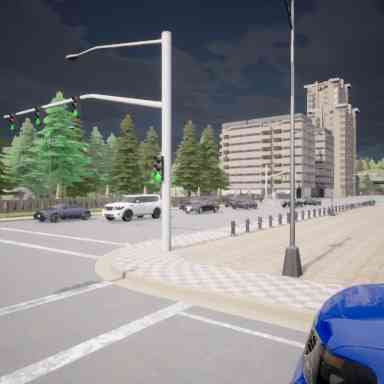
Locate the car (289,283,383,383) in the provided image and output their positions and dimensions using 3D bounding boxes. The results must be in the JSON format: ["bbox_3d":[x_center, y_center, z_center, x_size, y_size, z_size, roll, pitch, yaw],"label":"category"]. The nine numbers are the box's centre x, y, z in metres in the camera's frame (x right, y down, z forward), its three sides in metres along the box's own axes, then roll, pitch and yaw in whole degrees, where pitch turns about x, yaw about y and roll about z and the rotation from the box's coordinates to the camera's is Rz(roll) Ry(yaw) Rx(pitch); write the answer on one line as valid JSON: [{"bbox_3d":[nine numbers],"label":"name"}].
[{"bbox_3d":[3.350,1.221,1.577,5.566,2.045,2.150,0,0,36],"label":"car"}]

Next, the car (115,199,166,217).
[{"bbox_3d":[-4.988,1.491,32.732,2.128,1.511,4.902,0,0,35],"label":"car"}]

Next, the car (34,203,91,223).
[{"bbox_3d":[-9.950,1.564,25.771,1.994,1.385,4.181,0,0,35],"label":"car"}]

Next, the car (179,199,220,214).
[{"bbox_3d":[1.106,1.491,35.247,2.128,1.511,4.902,0,0,36],"label":"car"}]

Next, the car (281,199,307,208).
[{"bbox_3d":[14.431,1.601,47.576,1.895,1.301,4.718,0,0,35],"label":"car"}]

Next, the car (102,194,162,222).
[{"bbox_3d":[-4.657,1.221,27.166,2.150,2.045,5.566,0,0,35],"label":"car"}]

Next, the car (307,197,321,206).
[{"bbox_3d":[20.214,1.564,55.688,1.994,1.385,4.181,0,0,35],"label":"car"}]

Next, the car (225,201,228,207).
[{"bbox_3d":[6.511,1.564,48.799,1.994,1.385,4.181,0,0,36],"label":"car"}]

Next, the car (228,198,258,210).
[{"bbox_3d":[6.931,1.564,43.390,1.994,1.385,4.181,0,0,36],"label":"car"}]

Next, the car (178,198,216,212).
[{"bbox_3d":[0.688,1.547,40.689,2.033,1.411,5.357,0,0,36],"label":"car"}]
